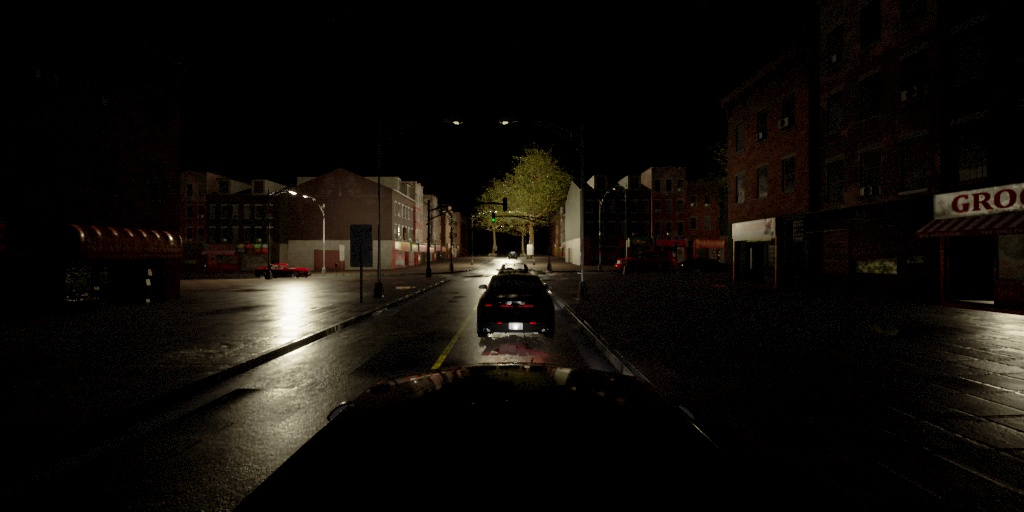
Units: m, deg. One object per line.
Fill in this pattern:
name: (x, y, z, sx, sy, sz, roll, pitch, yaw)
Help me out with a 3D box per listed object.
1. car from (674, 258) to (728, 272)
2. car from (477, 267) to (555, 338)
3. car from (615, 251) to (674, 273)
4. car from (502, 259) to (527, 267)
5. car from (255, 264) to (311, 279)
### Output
car: (17.277, 0.819, 31.962, 4.313, 1.339, 1.948, 0, 0, 0)
car: (0.101, 1.230, 10.078, 1.837, 1.490, 4.892, 0, 0, 0)
car: (12.855, 0.540, 34.695, 5.566, 2.045, 2.150, -1, 0, 0)
car: (0.137, 1.128, 19.974, 2.128, 1.511, 4.902, 0, 1, 0)
car: (-20.305, 1.356, 31.903, 4.507, 1.381, 1.888, 0, 0, 0)
